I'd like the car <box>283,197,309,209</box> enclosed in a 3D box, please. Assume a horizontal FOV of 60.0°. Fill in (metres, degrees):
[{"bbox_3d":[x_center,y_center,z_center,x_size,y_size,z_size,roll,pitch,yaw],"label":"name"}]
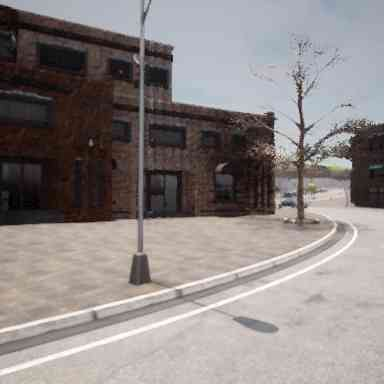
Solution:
[{"bbox_3d":[13.725,1.445,44.300,1.812,1.442,4.674,1,-1,-9],"label":"car"}]
